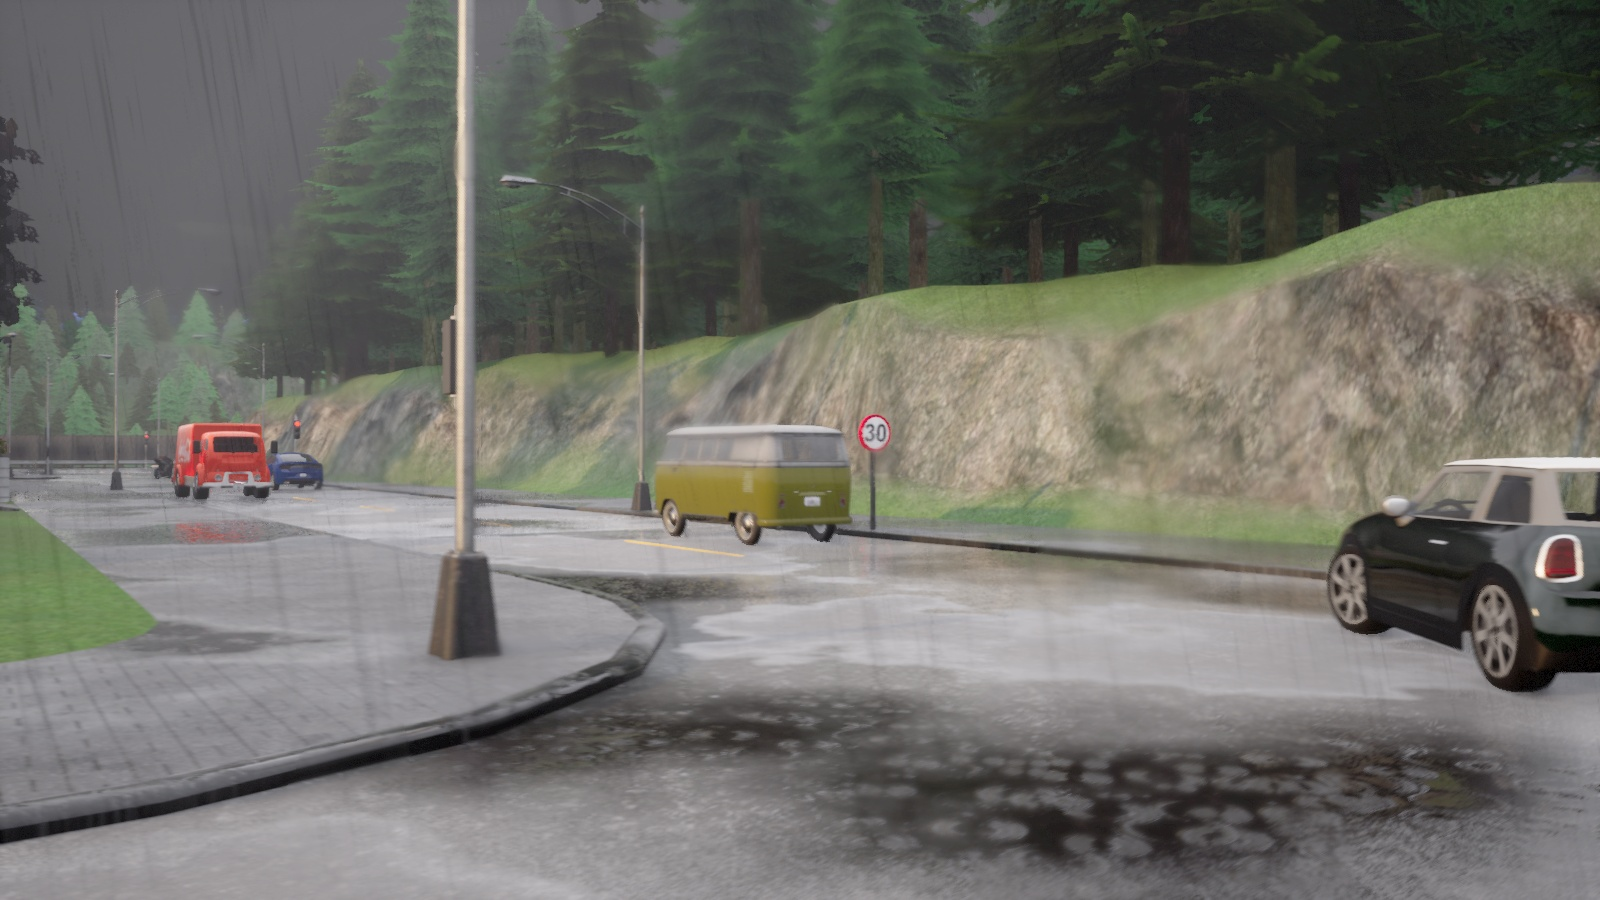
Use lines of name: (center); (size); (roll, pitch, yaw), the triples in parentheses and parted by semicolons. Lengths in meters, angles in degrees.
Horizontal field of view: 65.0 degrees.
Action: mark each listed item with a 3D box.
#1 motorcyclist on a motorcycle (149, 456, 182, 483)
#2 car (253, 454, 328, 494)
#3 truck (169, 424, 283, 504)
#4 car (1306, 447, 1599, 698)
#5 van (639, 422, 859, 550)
motorcyclist on a motorcycle: (-36.311, 1.102, 71.888); (0.866, 1.530, 2.191); (-1, 0, -3)
car: (-20.972, 0.940, 51.587); (1.882, 1.535, 5.008); (0, 0, -34)
truck: (-19.106, 0.440, 41.655); (2.627, 2.467, 5.204); (0, 0, -34)
car: (5.355, 0.725, 9.251); (1.970, 1.475, 3.806); (0, 0, 4)
van: (-1.012, 0.569, 21.950); (1.775, 1.987, 4.442); (0, 0, -34)
